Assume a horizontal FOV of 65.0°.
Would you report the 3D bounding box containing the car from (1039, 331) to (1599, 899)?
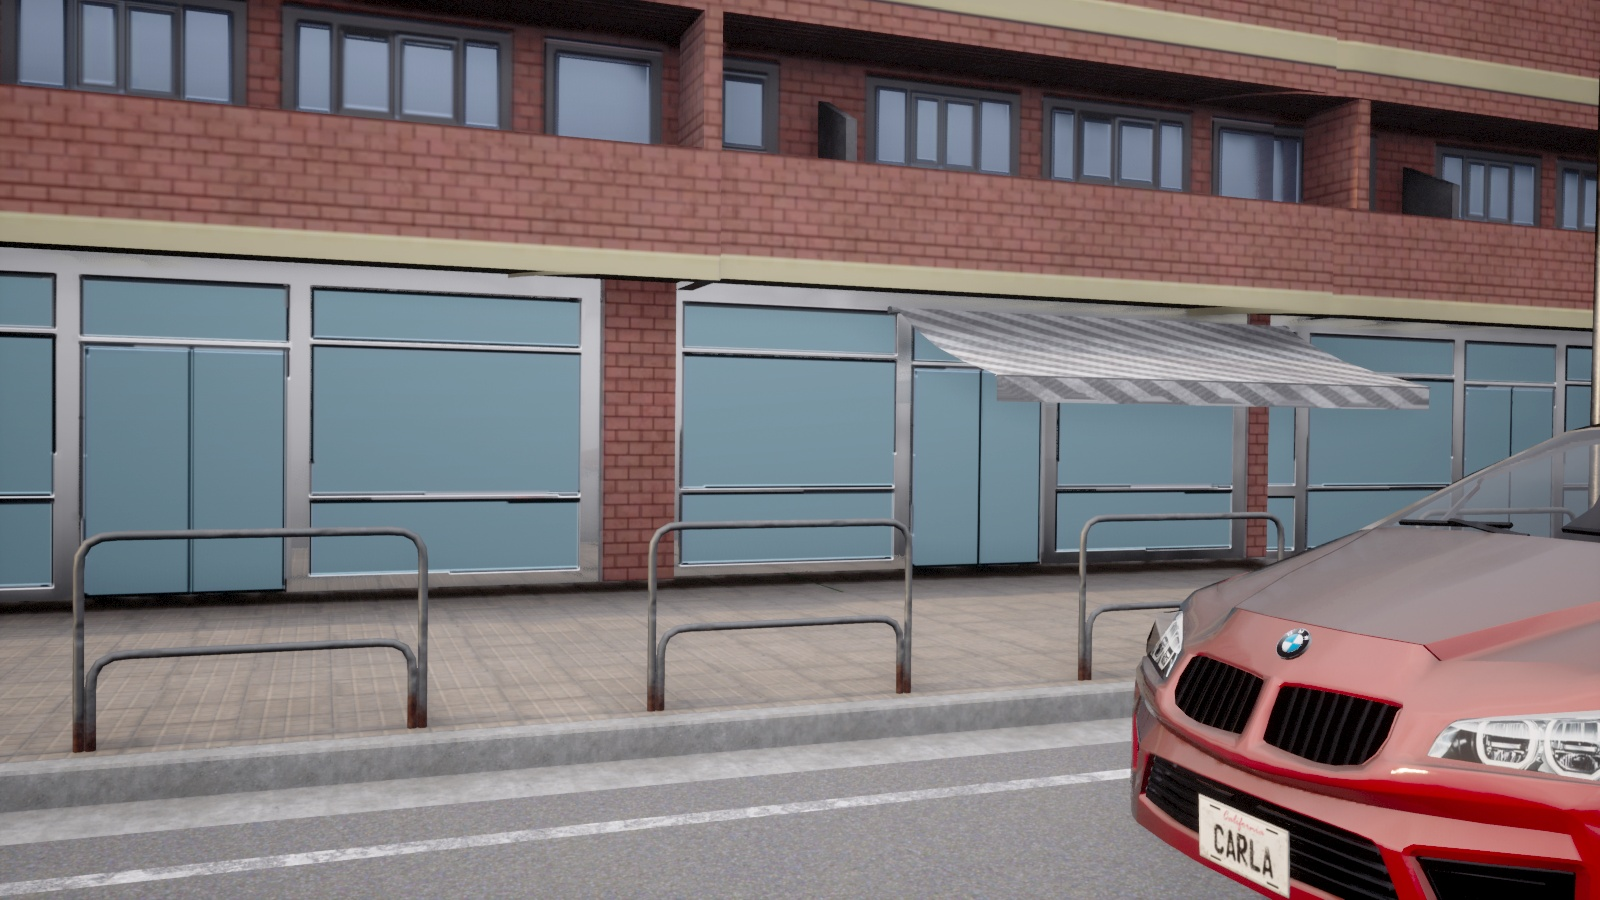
[{"bbox_3d":[3.469,0.531,4.556,4.611,1.667,2.242,-1,1,-21],"label":"car"}]
